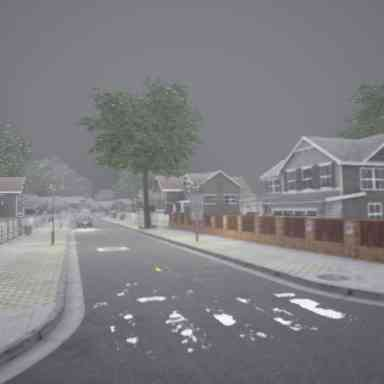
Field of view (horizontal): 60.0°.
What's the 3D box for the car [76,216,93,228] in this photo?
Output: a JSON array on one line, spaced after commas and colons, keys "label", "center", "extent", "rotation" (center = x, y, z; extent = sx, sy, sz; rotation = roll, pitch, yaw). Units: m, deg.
[{"label": "car", "center": [-14.861, 4.080, 46.045], "extent": [2.128, 1.511, 4.902], "rotation": [0, -3, -20]}]
